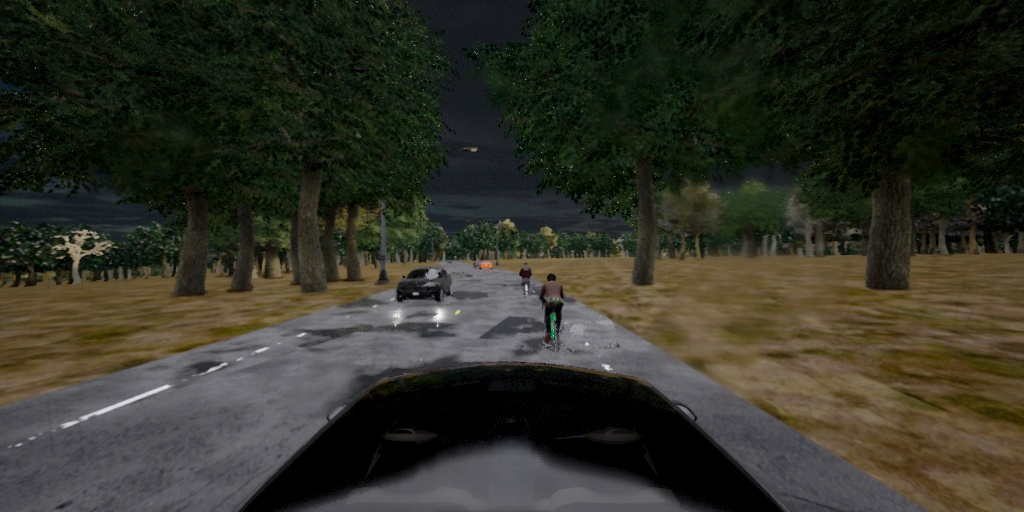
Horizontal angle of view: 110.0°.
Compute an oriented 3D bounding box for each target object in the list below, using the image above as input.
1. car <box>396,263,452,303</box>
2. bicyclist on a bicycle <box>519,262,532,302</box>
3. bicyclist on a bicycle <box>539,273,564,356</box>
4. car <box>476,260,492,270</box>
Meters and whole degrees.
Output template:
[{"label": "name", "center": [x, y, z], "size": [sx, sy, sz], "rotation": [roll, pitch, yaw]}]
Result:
[{"label": "car", "center": [-3.983, 1.254, 16.924], "size": [1.882, 1.535, 5.008], "rotation": [0, 0, -2]}, {"label": "bicyclist on a bicycle", "center": [0.617, 1.146, 16.370], "size": [0.659, 1.776, 1.843], "rotation": [0, 0, -2]}, {"label": "bicyclist on a bicycle", "center": [0.873, 1.207, 7.718], "size": [0.582, 1.620, 1.656], "rotation": [0, 0, -1]}, {"label": "car", "center": [-4.560, 1.381, 60.735], "size": [2.097, 1.767, 4.553], "rotation": [0, 0, -8]}]
